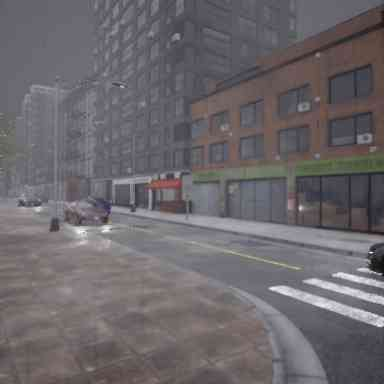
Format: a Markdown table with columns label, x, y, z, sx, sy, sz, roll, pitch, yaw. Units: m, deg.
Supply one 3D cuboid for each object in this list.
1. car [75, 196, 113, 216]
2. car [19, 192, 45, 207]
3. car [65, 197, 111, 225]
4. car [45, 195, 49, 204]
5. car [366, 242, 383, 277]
| label | x | y | z | sx | sy | sz | roll | pitch | yaw |
| --- | --- | --- | --- | --- | --- | --- | --- | --- | --- |
| car | -8.891 | 1.166 | 29.846 | 1.882 | 1.535 | 5.008 | 1 | 0 | -34 |
| car | -20.222 | 0.910 | 41.532 | 2.097 | 1.767 | 4.553 | 1 | 0 | -34 |
| car | -6.985 | 1.265 | 21.750 | 1.812 | 1.442 | 4.674 | 1 | 0 | -34 |
| car | -23.563 | 1.082 | 51.575 | 2.128 | 1.511 | 4.902 | 1 | -1 | -34 |
| car | 6.409 | 1.517 | 7.175 | 1.837 | 1.490 | 4.892 | 1 | 0 | -34 |
